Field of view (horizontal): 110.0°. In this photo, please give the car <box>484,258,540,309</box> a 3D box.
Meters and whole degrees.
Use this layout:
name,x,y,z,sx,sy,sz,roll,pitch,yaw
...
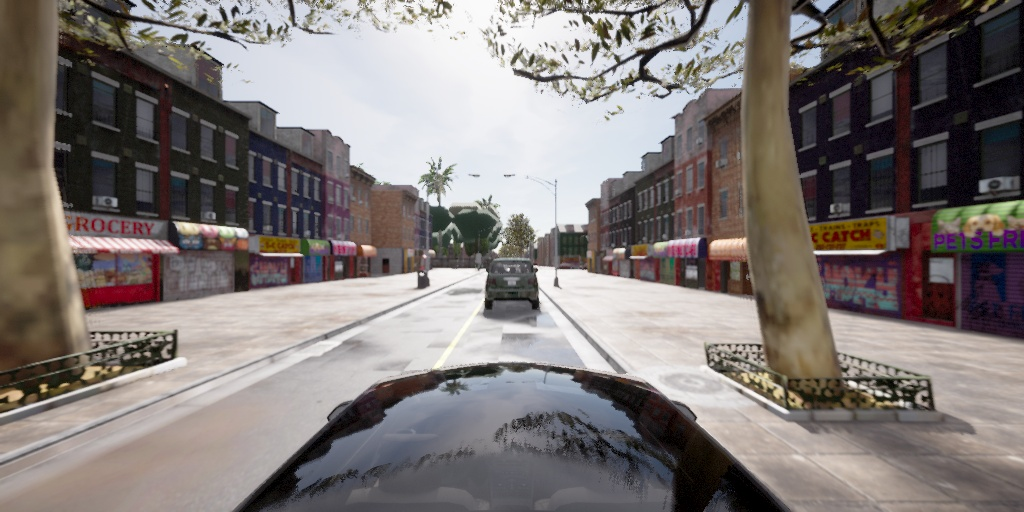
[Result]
name,x,y,z,sx,sy,sz,roll,pitch,yaw
car,0.004,1.117,15.885,2.150,2.045,5.566,0,-1,0
